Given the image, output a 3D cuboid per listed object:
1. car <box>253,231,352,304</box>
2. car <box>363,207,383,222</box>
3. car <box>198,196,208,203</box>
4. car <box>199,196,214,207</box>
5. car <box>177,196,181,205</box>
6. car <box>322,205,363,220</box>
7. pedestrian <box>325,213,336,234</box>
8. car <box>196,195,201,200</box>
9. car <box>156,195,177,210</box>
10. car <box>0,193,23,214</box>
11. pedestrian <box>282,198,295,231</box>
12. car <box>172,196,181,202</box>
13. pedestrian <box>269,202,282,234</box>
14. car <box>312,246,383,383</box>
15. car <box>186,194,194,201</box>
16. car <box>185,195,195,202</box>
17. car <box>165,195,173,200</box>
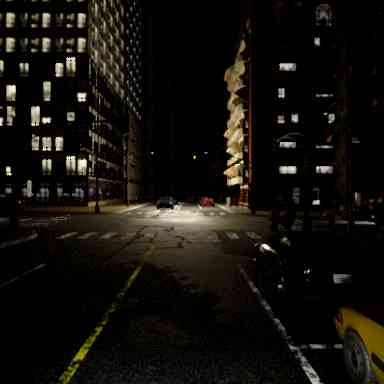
[{"bbox_3d":[2.640,1.565,7.935,1.947,1.339,4.313,0,0,0],"label":"car"},{"bbox_3d":[17.100,1.910,27.783,4.181,1.385,1.994,1,0,-1],"label":"car"},{"bbox_3d":[2.266,1.563,68.522,2.008,1.369,4.403,0,0,0],"label":"car"},{"bbox_3d":[2.430,1.585,49.958,1.802,1.307,4.206,0,0,0],"label":"car"},{"bbox_3d":[-3.435,1.498,58.551,2.128,1.511,4.902,0,0,0],"label":"car"},{"bbox_3d":[14.453,1.830,30.348,4.829,1.417,1.752,1,-1,-1],"label":"car"},{"bbox_3d":[6.448,1.140,15.418,0.375,1.860,0.375,0,0,0],"label":"pedestrian"},{"bbox_3d":[2.300,1.560,62.874,2.008,1.369,4.403,0,0,0],"label":"car"},{"bbox_3d":[-3.358,1.353,42.506,2.097,1.767,4.553,0,0,0],"label":"car"},{"bbox_3d":[-17.880,1.023,29.870,5.009,1.841,2.192,1,-1,-1],"label":"car"},{"bbox_3d":[4.366,1.134,14.805,0.375,1.860,0.375,0,0,0],"label":"pedestrian"},{"bbox_3d":[-3.459,1.602,73.716,1.895,1.301,4.718,0,0,0],"label":"car"},{"bbox_3d":[3.967,1.292,16.002,0.375,1.860,0.375,0,0,0],"label":"pedestrian"},{"bbox_3d":[2.675,1.525,2.422,1.752,1.417,4.829,0,0,0],"label":"car"},{"bbox_3d":[-0.512,1.378,82.541,2.128,1.511,4.902,0,0,0],"label":"car"},{"bbox_3d":[-0.450,1.559,72.539,1.994,1.385,4.181,0,0,0],"label":"car"},{"bbox_3d":[-6.255,1.578,91.064,2.008,1.369,4.403,0,0,0],"label":"car"}]
